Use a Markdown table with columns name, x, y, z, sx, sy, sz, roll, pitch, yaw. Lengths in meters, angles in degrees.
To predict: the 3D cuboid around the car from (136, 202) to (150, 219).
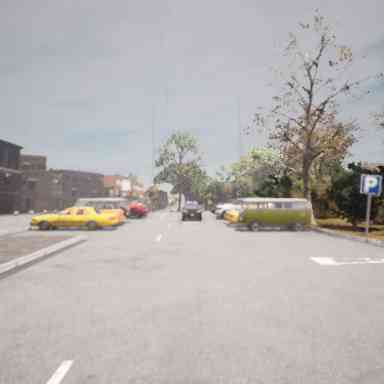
| name | x | y | z | sx | sy | sz | roll | pitch | yaw |
| --- | --- | --- | --- | --- | --- | --- | --- | --- | --- |
| car | -7.244 | 1.633 | 33.301 | 5.566 | 2.045 | 2.435 | 0 | -1 | 0 |

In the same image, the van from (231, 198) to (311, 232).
| name | x | y | z | sx | sy | sz | roll | pitch | yaw |
| --- | --- | --- | --- | --- | --- | --- | --- | --- | --- |
| van | 4.920 | 1.385 | 20.540 | 4.442 | 1.987 | 1.878 | 0 | -1 | 0 |

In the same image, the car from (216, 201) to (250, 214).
| name | x | y | z | sx | sy | sz | roll | pitch | yaw |
| --- | --- | --- | --- | --- | --- | --- | --- | --- | --- |
| car | 6.019 | 2.289 | 49.198 | 4.553 | 1.767 | 2.097 | 1 | -3 | -17 |

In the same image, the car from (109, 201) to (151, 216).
| name | x | y | z | sx | sy | sz | roll | pitch | yaw |
| --- | --- | --- | --- | --- | --- | --- | --- | --- | --- |
| car | -7.285 | 1.935 | 39.248 | 4.553 | 1.767 | 2.185 | 0 | -2 | 0 |

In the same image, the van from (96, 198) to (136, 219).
| name | x | y | z | sx | sy | sz | roll | pitch | yaw |
| --- | --- | --- | --- | --- | --- | --- | --- | --- | --- |
| van | -7.133 | 1.511 | 27.110 | 4.442 | 1.987 | 1.878 | 0 | -1 | 0 |

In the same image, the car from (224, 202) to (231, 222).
| name | x | y | z | sx | sy | sz | roll | pitch | yaw |
| --- | --- | --- | --- | --- | --- | --- | --- | --- | --- |
| car | 5.215 | 1.655 | 23.330 | 5.366 | 1.575 | 1.946 | 0 | -1 | 0 |

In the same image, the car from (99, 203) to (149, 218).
| name | x | y | z | sx | sy | sz | roll | pitch | yaw |
| --- | --- | --- | --- | --- | --- | --- | --- | --- | --- |
| car | -7.289 | 1.970 | 36.210 | 5.008 | 1.535 | 2.097 | 0 | -2 | 0 |

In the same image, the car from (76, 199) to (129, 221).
| name | x | y | z | sx | sy | sz | roll | pitch | yaw |
| --- | --- | --- | --- | --- | --- | --- | --- | --- | --- |
| car | -7.209 | 1.548 | 24.071 | 4.553 | 1.767 | 2.185 | 0 | -1 | 0 |

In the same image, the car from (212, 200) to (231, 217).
| name | x | y | z | sx | sy | sz | roll | pitch | yaw |
| --- | --- | --- | --- | --- | --- | --- | --- | --- | --- |
| car | 4.979 | 1.587 | 31.712 | 5.566 | 2.045 | 2.435 | 0 | -2 | 0 |

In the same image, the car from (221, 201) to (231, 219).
| name | x | y | z | sx | sy | sz | roll | pitch | yaw |
| --- | --- | --- | --- | --- | --- | --- | --- | --- | --- |
| car | 5.208 | 1.705 | 25.991 | 5.366 | 1.575 | 1.946 | 0 | -1 | 0 |

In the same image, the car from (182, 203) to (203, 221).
| name | x | y | z | sx | sy | sz | roll | pitch | yaw |
| --- | --- | --- | --- | --- | --- | --- | --- | --- | --- |
| car | 0.013 | 1.872 | 31.106 | 1.812 | 1.442 | 4.674 | 0 | -1 | 0 |

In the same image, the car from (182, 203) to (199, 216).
| name | x | y | z | sx | sy | sz | roll | pitch | yaw |
| --- | --- | --- | --- | --- | --- | --- | --- | --- | --- |
| car | -0.122 | 2.114 | 40.981 | 1.882 | 1.535 | 5.008 | 0 | -2 | 3 |

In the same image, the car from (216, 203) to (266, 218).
| name | x | y | z | sx | sy | sz | roll | pitch | yaw |
| --- | --- | --- | --- | --- | --- | --- | --- | --- | --- |
| car | 4.981 | 1.918 | 34.497 | 4.892 | 1.521 | 2.231 | 0 | -2 | 0 |

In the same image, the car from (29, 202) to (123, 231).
| name | x | y | z | sx | sy | sz | roll | pitch | yaw |
| --- | --- | --- | --- | --- | --- | --- | --- | --- | --- |
| car | -7.417 | 1.622 | 21.151 | 5.366 | 1.575 | 1.946 | 0 | -1 | 0 |
